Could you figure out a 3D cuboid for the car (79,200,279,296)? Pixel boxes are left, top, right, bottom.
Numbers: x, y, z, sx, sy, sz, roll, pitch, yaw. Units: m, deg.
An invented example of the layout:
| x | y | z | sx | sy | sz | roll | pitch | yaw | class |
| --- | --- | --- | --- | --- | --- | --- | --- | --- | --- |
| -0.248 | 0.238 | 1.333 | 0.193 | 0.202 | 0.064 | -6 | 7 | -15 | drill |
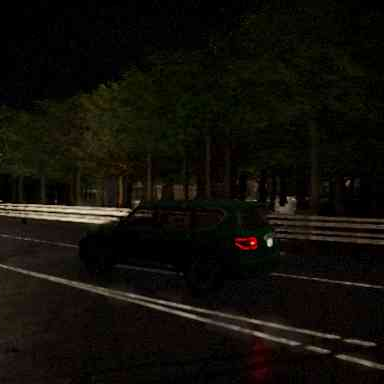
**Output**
| x | y | z | sx | sy | sz | roll | pitch | yaw | class |
| --- | --- | --- | --- | --- | --- | --- | --- | --- | --- |
| -0.527 | 1.227 | 8.871 | 5.566 | 2.045 | 2.150 | 0 | 0 | 32 | car |
